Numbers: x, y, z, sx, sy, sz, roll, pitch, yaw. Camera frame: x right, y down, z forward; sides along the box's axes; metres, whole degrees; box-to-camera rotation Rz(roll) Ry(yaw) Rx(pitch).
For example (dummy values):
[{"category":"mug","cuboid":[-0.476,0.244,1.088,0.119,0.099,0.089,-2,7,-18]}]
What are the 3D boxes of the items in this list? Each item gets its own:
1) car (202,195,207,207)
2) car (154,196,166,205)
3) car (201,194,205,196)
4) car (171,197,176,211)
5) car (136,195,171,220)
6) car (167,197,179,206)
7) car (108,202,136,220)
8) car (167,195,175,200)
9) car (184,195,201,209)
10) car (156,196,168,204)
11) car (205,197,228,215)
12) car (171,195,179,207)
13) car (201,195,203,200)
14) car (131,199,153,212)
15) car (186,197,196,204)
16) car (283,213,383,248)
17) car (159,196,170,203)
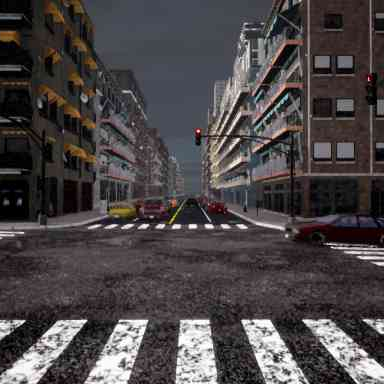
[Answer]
[{"category":"car","cuboid":[2.568,1.451,39.093,1.967,1.590,4.097,1,0,0]},{"category":"car","cuboid":[-5.887,1.545,61.003,1.752,1.417,4.829,1,0,0]},{"category":"car","cuboid":[2.726,1.382,81.883,2.097,1.767,4.553,0,0,0]},{"category":"car","cuboid":[-3.227,1.558,37.608,2.033,1.411,5.357,0,0,0]},{"category":"car","cuboid":[-3.168,1.359,28.116,2.097,1.767,4.553,0,0,-1]},{"category":"car","cuboid":[-3.253,1.619,57.256,1.895,1.301,4.718,0,0,0]},{"category":"car","cuboid":[-5.776,1.532,27.862,1.752,1.417,4.829,1,0,0]},{"category":"car","cuboid":[-5.998,1.589,94.313,2.008,1.369,4.403,1,0,0]},{"category":"car","cuboid":[-0.056,1.518,46.532,1.837,1.490,4.892,0,0,0]},{"category":"car","cuboid":[-5.906,1.573,66.697,2.008,1.369,4.403,1,0,0]},{"category":"car","cuboid":[2.586,1.553,33.570,1.887,1.381,4.507,1,0,0]},{"category":"car","cuboid":[-3.249,1.366,47.397,2.097,1.767,4.553,0,0,0]},{"category":"car","cuboid":[2.530,1.597,50.140,1.802,1.307,4.206,1,0,0]},{"category":"car","cuboid":[-5.814,1.555,39.079,1.887,1.381,4.507,1,0,0]},{"category":"car","cuboid":[-0.164,1.623,65.944,1.895,1.301,4.718,0,0,0]},{"category":"car","cuboid":[6.929,1.663,14.905,5.357,1.411,2.033,2,0,-1]},{"category":"car","cuboid":[-5.925,1.570,72.220,1.887,1.381,4.507,1,0,0]}]
